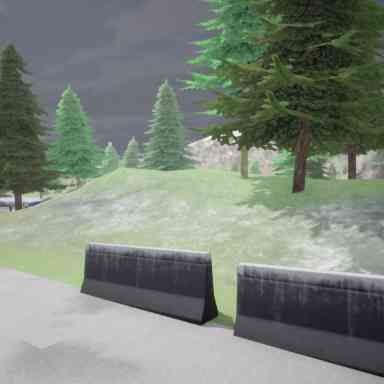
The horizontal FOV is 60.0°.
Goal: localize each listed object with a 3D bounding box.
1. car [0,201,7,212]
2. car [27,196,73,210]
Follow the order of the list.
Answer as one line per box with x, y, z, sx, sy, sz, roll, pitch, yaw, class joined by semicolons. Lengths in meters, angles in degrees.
-21.855;1.397;34.364;2.128;1.511;4.902;0;0;42;car
-18.452;1.374;42.769;5.008;1.535;1.882;0;0;-42;car
